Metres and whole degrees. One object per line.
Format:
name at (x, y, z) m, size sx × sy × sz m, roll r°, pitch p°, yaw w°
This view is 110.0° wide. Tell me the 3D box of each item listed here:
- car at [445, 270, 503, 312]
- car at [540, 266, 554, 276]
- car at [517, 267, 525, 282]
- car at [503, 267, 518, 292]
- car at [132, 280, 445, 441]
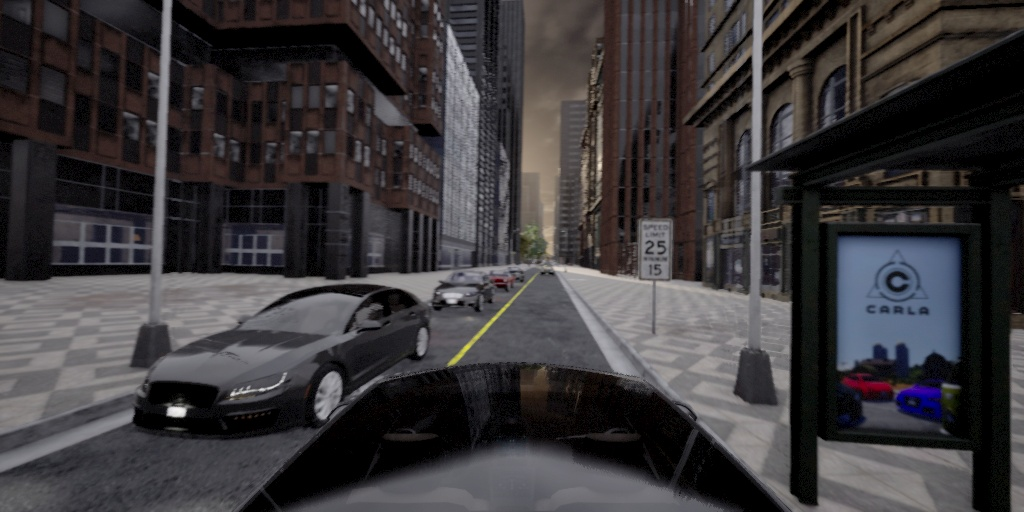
car at (-1.879, 1.374, 15.136) m, size 2.128 × 1.511 × 4.902 m, roll 1°, pitch -1°, yaw 6°
car at (4.877, 2.078, 49.596) m, size 1.895 × 1.301 × 4.718 m, roll 1°, pitch -1°, yaw 6°
car at (0.145, 1.740, 34.405) m, size 1.994 × 1.385 × 4.181 m, roll 1°, pitch -1°, yaw 6°
car at (-0.919, 1.625, 24.418) m, size 1.895 × 1.301 × 4.718 m, roll 1°, pitch -1°, yaw 6°
car at (-2.815, 1.246, 5.764) m, size 1.837 × 1.490 × 4.892 m, roll 1°, pitch -1°, yaw 8°
